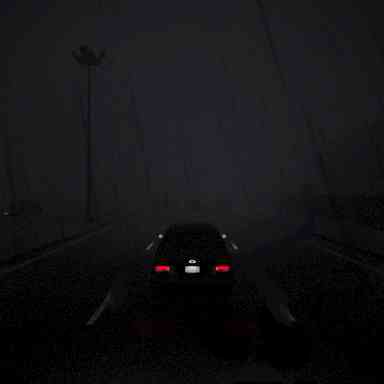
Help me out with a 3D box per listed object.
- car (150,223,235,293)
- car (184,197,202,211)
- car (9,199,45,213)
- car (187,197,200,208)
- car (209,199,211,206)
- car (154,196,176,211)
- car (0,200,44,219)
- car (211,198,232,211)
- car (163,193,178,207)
[{"bbox_3d":[0.007,1.547,8.959,2.033,1.411,5.357,0,0,0],"label":"car"},{"bbox_3d":[0.116,1.491,39.895,2.128,1.511,4.902,0,0,0],"label":"car"},{"bbox_3d":[-18.463,1.562,37.492,1.994,1.385,4.181,0,0,1],"label":"car"},{"bbox_3d":[0.192,1.504,50.230,1.837,1.490,4.892,0,0,0],"label":"car"},{"bbox_3d":[3.692,1.563,50.206,1.994,1.385,4.181,0,0,0],"label":"car"},{"bbox_3d":[-3.384,1.547,39.954,2.033,1.411,5.357,0,0,0],"label":"car"},{"bbox_3d":[-15.043,1.491,29.479,2.128,1.511,4.902,0,0,0],"label":"car"},{"bbox_3d":[3.615,1.477,39.789,1.882,1.535,5.008,0,0,0],"label":"car"},{"bbox_3d":[-3.308,1.220,50.284,2.150,2.045,5.566,0,0,0],"label":"car"}]
